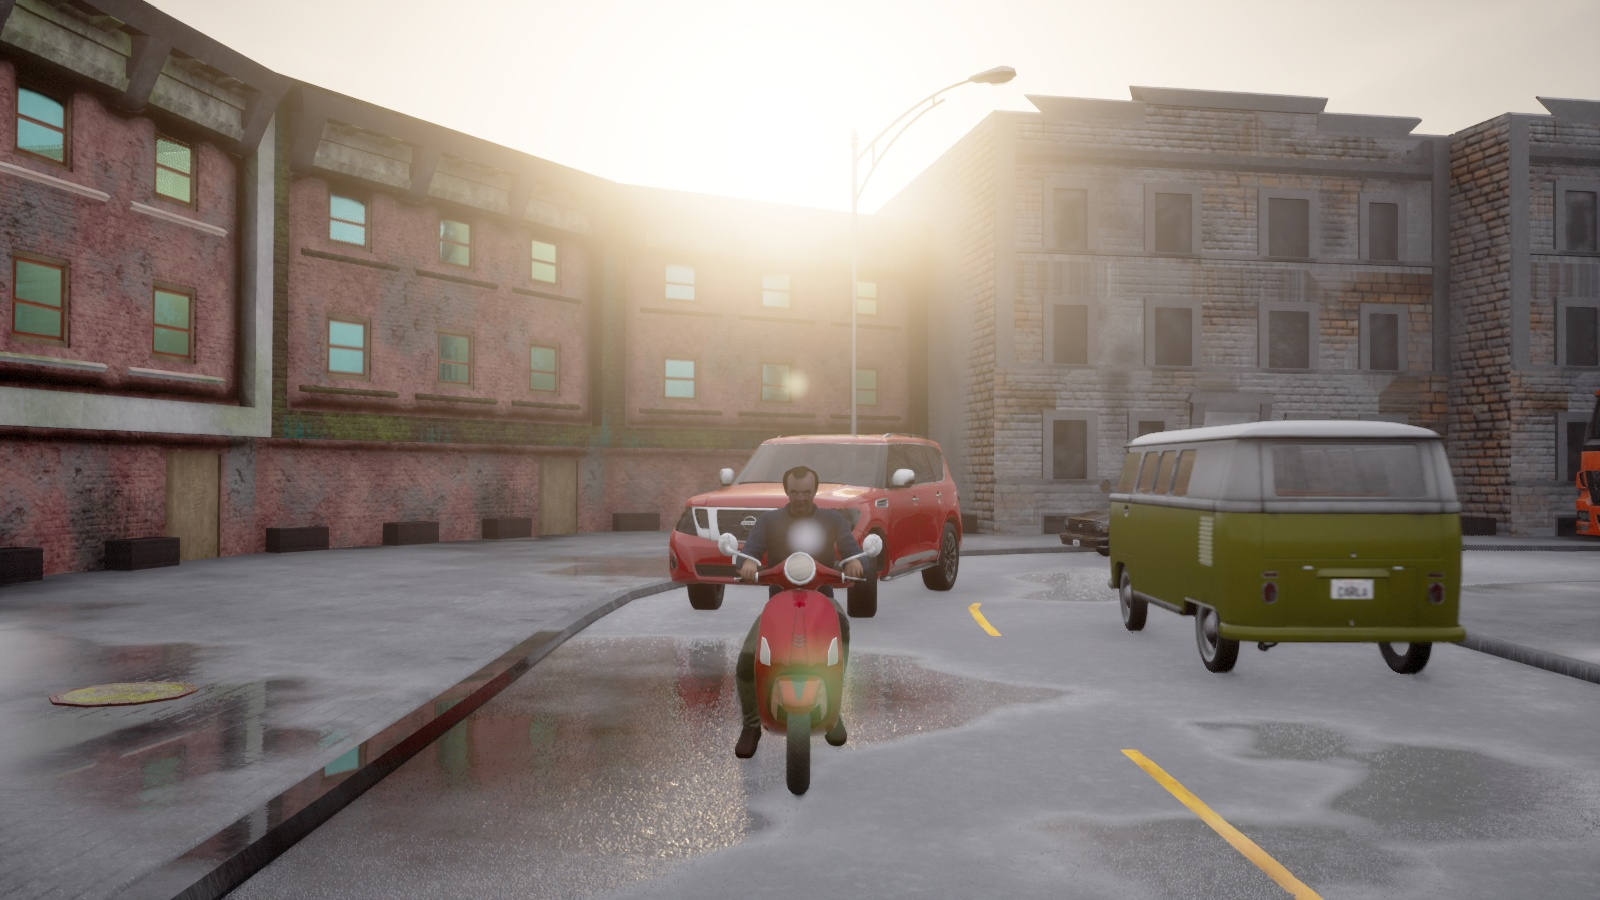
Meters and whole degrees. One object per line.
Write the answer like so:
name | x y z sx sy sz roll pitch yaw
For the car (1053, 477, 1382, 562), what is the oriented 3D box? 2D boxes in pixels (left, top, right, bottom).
car | 7.528 1.216 22.841 5.357 1.411 2.033 0 -1 -11

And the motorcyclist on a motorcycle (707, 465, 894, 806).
motorcyclist on a motorcycle | 0.009 0.882 6.778 0.866 1.590 1.817 0 -1 1

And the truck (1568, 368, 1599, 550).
truck | 19.178 0.148 23.393 7.936 3.462 2.891 0 -1 0

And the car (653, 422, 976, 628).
car | 0.457 0.792 15.438 2.150 2.045 5.566 -1 -1 21

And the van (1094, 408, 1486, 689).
van | 4.001 0.739 11.158 1.775 1.987 4.442 0 -1 1
